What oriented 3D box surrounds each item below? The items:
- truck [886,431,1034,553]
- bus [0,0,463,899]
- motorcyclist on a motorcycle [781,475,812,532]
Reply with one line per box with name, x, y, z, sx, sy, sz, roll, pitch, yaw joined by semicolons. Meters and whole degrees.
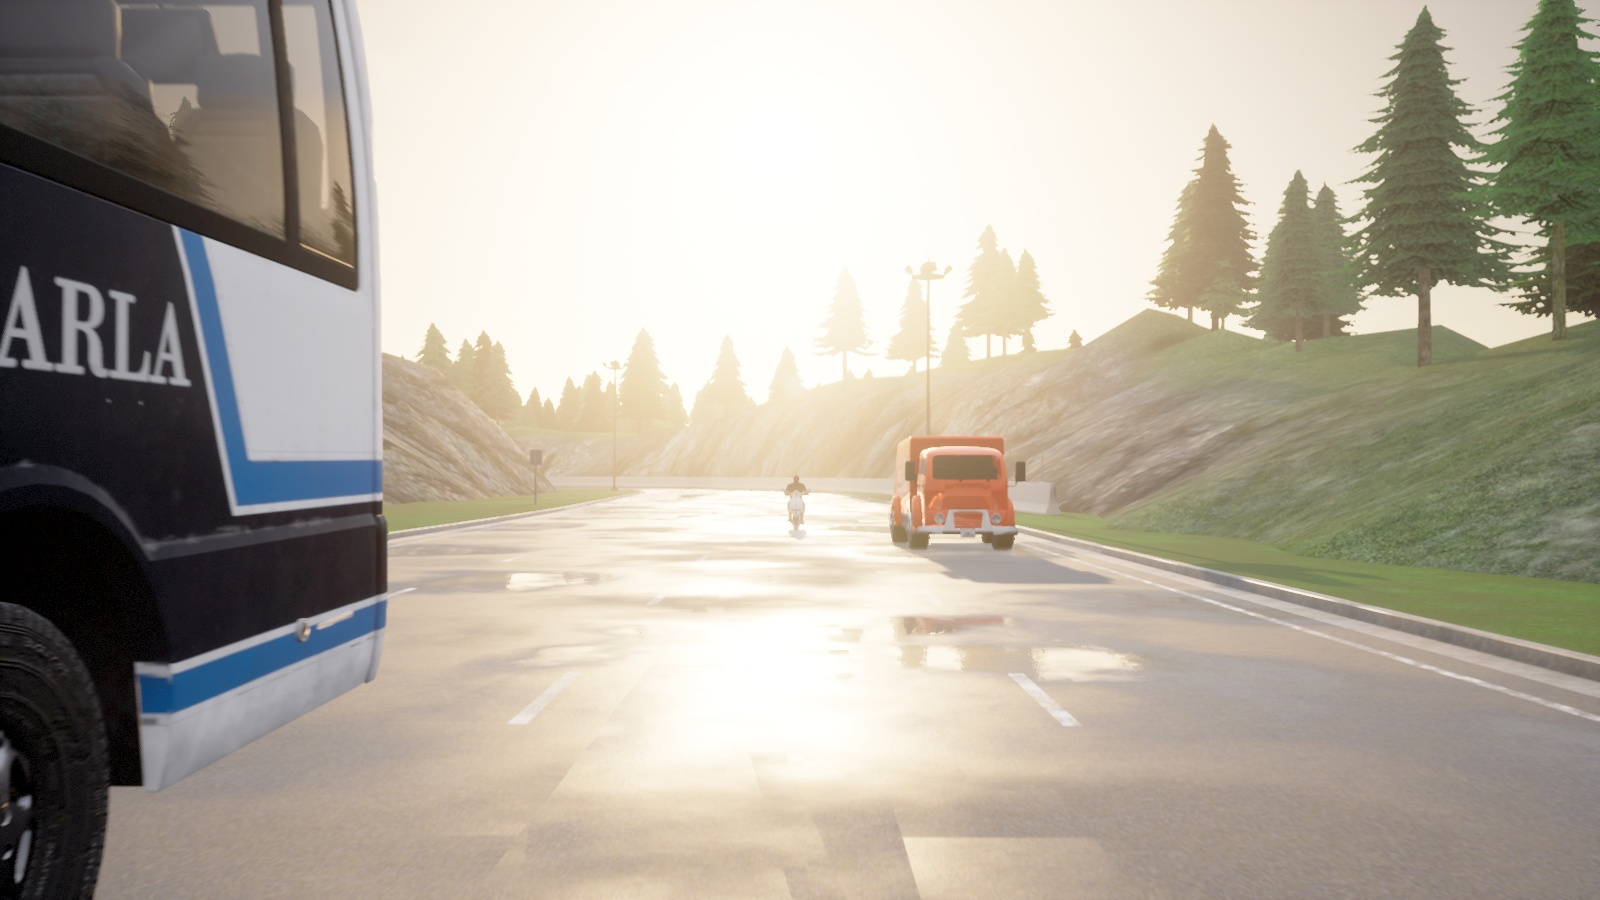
truck;3.427;0.904;28.115;2.627;2.467;5.204;0;-1;0
bus;-3.508;-0.529;0.600;3.944;4.253;10.273;0;0;0
motorcyclist on a motorcycle;-0.098;1.527;36.175;0.866;1.590;1.817;0;-1;0
